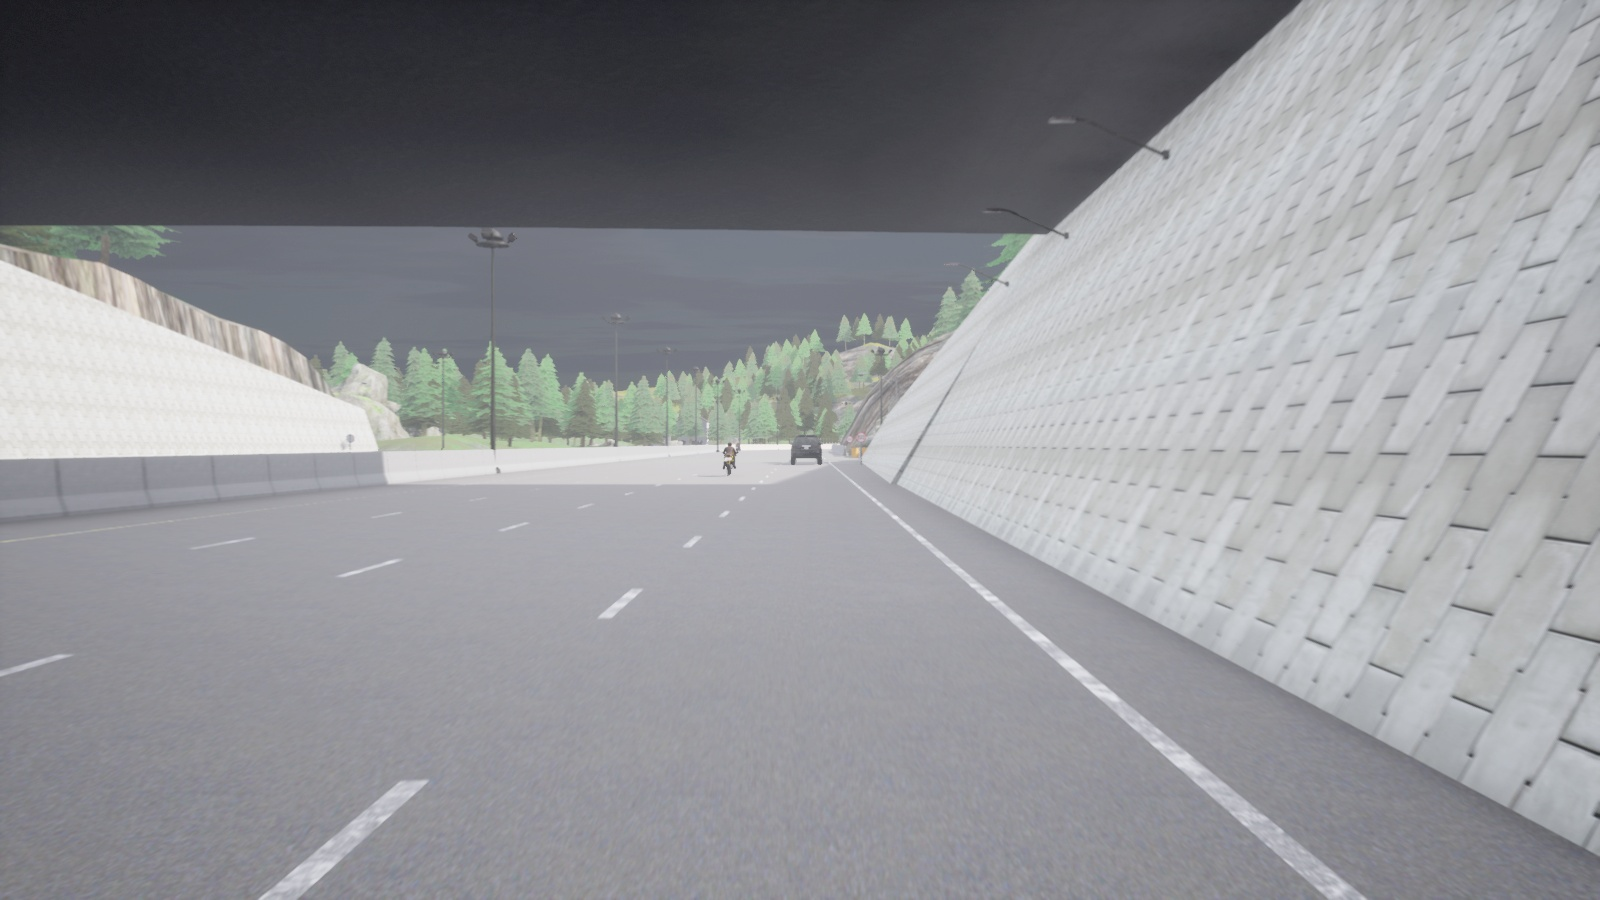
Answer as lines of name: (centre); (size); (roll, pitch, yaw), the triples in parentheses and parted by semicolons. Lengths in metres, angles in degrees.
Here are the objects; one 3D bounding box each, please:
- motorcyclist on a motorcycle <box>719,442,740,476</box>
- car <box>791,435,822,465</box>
motorcyclist on a motorcycle: (-3.198, 0.408, 57.003); (0.797, 1.523, 2.044); (0, 0, 0)
car: (0.445, -0.029, 88.311); (2.150, 2.045, 5.566); (0, 0, 0)
